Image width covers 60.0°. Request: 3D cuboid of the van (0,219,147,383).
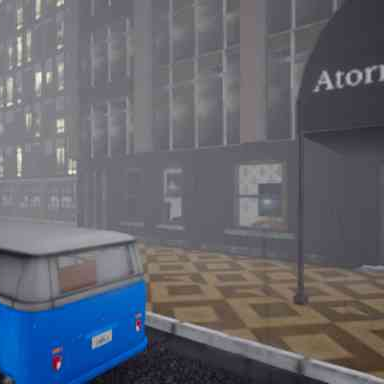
[{"bbox_3d":[-2.467,1.337,4.633,3.998,1.788,1.690,0,0,35],"label":"van"}]
